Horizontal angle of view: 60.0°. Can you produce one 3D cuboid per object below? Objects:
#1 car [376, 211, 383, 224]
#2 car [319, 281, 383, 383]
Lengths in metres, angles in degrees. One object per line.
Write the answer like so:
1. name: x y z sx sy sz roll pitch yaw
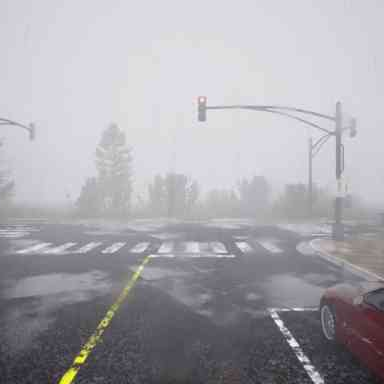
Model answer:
1. car: 14.557 1.475 21.703 4.674 1.442 1.812 0 1 0
2. car: 2.813 1.581 3.545 1.802 1.307 4.206 -1 0 0
